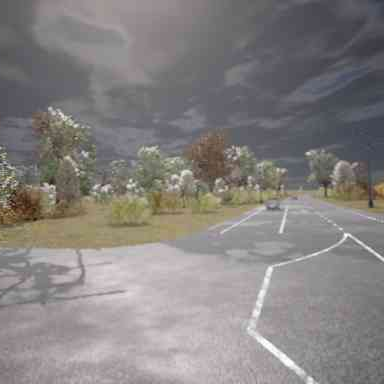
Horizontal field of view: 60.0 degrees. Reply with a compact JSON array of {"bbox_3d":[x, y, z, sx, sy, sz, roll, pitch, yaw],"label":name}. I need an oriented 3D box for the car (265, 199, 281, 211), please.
[{"bbox_3d":[11.295,1.794,46.383,2.128,1.511,4.902,-2,-1,16],"label":"car"}]
